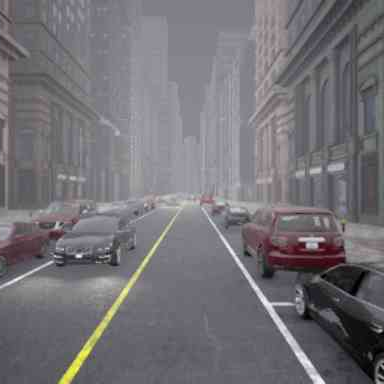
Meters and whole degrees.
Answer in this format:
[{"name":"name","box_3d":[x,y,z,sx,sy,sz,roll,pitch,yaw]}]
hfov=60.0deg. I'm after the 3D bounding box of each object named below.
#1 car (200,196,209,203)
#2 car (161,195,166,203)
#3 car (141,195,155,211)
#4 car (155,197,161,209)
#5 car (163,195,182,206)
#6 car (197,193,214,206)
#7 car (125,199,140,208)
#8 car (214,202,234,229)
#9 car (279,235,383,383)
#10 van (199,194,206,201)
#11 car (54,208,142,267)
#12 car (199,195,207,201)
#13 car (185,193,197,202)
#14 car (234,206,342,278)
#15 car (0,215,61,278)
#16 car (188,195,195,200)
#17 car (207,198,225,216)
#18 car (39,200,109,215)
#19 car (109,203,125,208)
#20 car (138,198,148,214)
[{"name":"car","box_3d":[2.738,1.546,71.842,1.752,1.417,4.829,0,0,0]},{"name":"car","box_3d":[-5.785,1.599,66.059,1.802,1.307,4.206,0,0,0]},{"name":"car","box_3d":[-5.774,1.448,38.050,1.967,1.590,4.097,0,0,0]},{"name":"car","box_3d":[-5.776,1.325,43.652,2.192,1.841,5.009,0,0,0]},{"name":"car","box_3d":[-3.093,1.613,53.556,1.895,1.301,4.718,0,0,0]},{"name":"car","box_3d":[2.373,1.242,54.178,2.150,2.045,5.566,0,0,0]},{"name":"car","box_3d":[-5.770,1.556,26.846,2.008,1.369,4.403,0,0,0]},{"name":"car","box_3d":[2.757,1.556,21.252,2.008,1.369,4.403,0,0,0]},{"name":"car","box_3d":[2.764,1.567,4.446,1.947,1.339,4.313,0,0,0]},{"name":"van","box_3d":[2.732,1.368,88.478,1.690,1.788,3.998,0,0,0]},{"name":"car","box_3d":[-3.105,1.507,11.541,1.837,1.490,4.892,0,0,0]},{"name":"car","box_3d":[2.734,1.569,82.876,1.887,1.381,4.507,0,0,0]},{"name":"car","box_3d":[-0.028,1.447,73.545,1.994,1.385,4.181,0,0,0]},{"name":"car","box_3d":[2.763,1.317,10.048,2.192,1.841,5.009,0,0,0]},{"name":"car","box_3d":[-5.764,1.584,10.041,1.802,1.307,4.206,0,0,0]},{"name":"car","box_3d":[-0.036,1.439,94.510,1.895,1.301,4.718,0,0,0]},{"name":"car","box_3d":[2.753,1.552,32.457,1.887,1.381,4.507,0,0,0]},{"name":"car","box_3d":[-5.765,1.318,15.643,2.192,1.841,5.009,0,0,0]},{"name":"car","box_3d":[-5.768,1.529,21.075,1.752,1.417,4.829,0,0,0]},{"name":"car","box_3d":[-5.772,1.573,32.448,1.947,1.339,4.313,0,0,0]}]
